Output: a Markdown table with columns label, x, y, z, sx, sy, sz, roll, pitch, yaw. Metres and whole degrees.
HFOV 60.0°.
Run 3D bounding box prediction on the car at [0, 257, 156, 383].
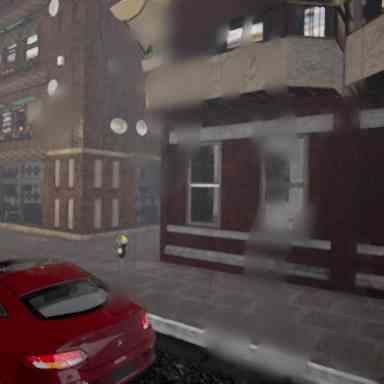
| label | x | y | z | sx | sy | sz | roll | pitch | yaw |
| --- | --- | --- | --- | --- | --- | --- | --- | --- | --- |
| car | -2.348 | 1.543 | 4.384 | 4.206 | 1.307 | 1.802 | 1 | 1 | 35 |
